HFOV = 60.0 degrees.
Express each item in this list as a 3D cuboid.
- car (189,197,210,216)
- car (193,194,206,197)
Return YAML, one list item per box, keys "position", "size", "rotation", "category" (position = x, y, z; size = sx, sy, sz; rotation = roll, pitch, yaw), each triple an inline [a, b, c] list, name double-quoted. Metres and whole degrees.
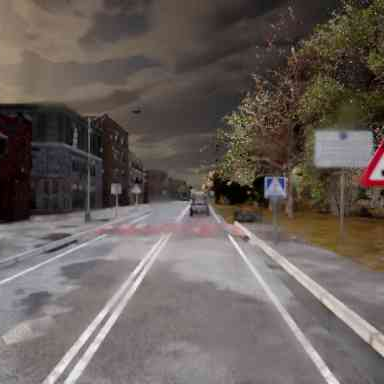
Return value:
- position: [0.745, 1.525, 32.806]
  size: [2.128, 1.511, 4.902]
  rotation: [0, 0, 1]
  category: "car"
- position: [1.076, 1.285, 47.869]
  size: [2.150, 2.045, 5.566]
  rotation: [0, 0, 1]
  category: "car"
